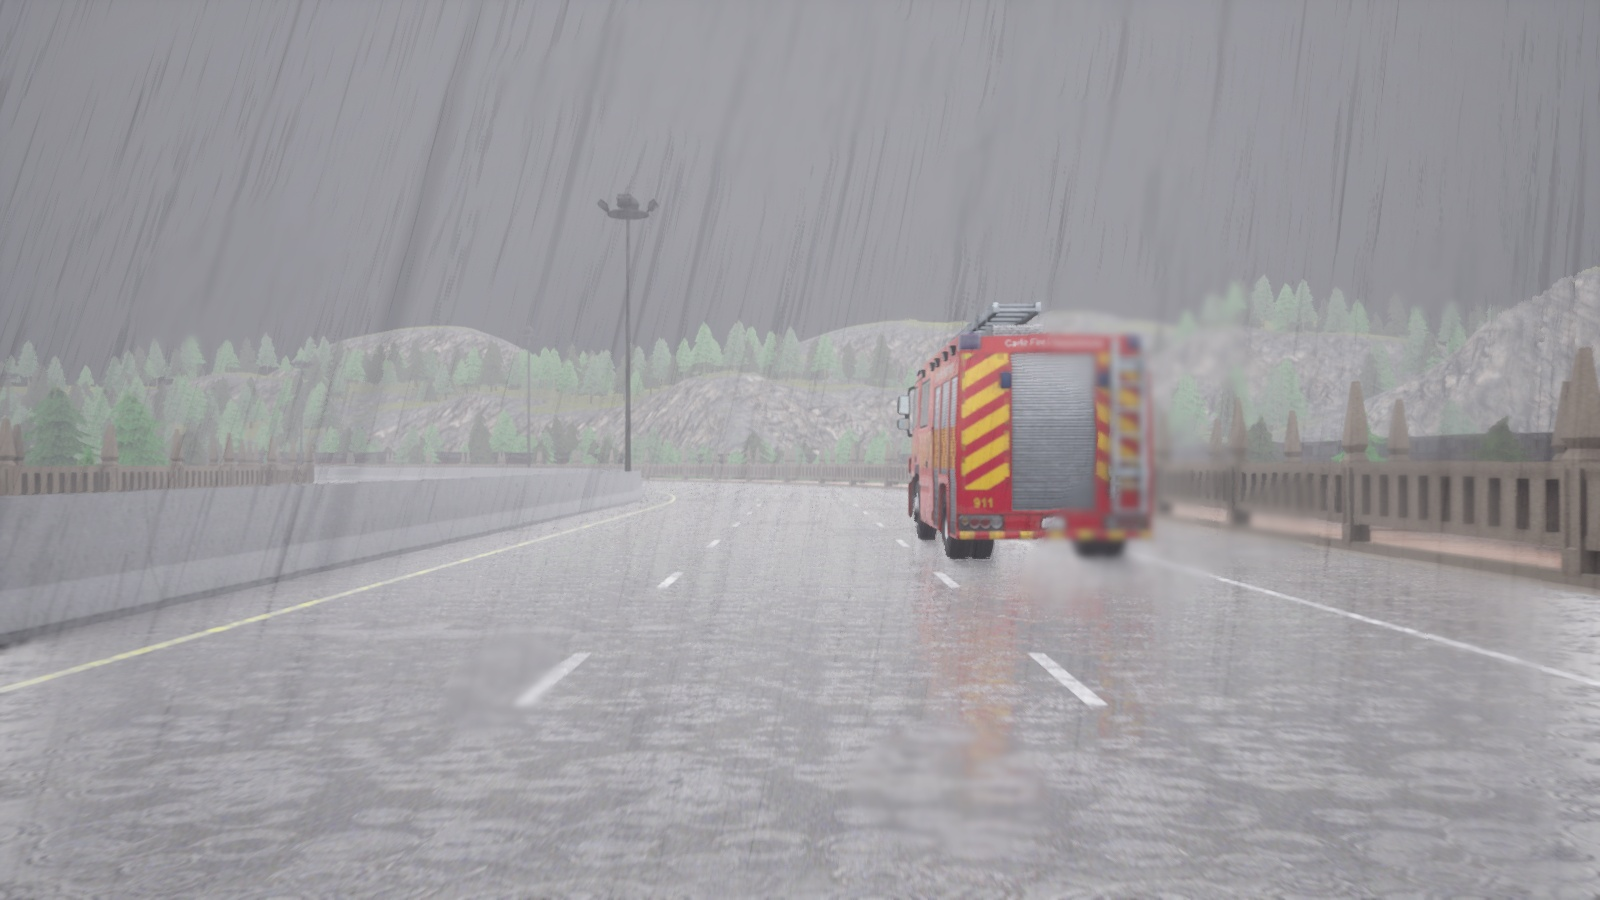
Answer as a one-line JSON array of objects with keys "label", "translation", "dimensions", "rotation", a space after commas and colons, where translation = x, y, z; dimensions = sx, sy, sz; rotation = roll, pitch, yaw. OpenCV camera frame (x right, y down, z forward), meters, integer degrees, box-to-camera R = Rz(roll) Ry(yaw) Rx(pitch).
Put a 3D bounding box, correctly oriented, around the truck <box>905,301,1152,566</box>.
[{"label": "truck", "translation": [3.645, -0.195, 22.355], "dimensions": [2.891, 3.827, 8.468], "rotation": [0, -1, 0]}]
